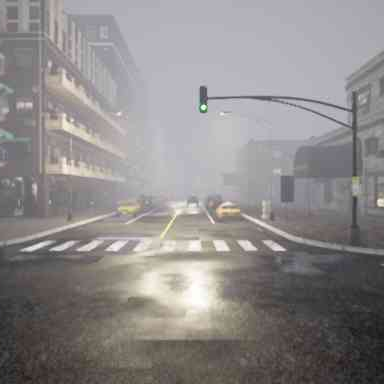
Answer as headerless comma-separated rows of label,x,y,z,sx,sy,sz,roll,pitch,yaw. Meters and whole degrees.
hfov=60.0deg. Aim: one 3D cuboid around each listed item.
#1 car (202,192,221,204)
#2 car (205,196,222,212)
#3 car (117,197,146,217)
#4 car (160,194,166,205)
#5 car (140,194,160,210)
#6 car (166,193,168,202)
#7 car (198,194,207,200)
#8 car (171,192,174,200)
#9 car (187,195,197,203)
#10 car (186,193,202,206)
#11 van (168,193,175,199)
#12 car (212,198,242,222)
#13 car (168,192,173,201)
car,2.708,1.150,41.607,2.192,1.841,5.009,0,0,0
car,2.705,1.438,36.069,1.802,1.307,4.206,0,0,0
car,-5.678,1.429,30.362,1.752,1.417,4.829,0,0,0
car,-5.669,1.373,52.689,2.008,1.369,4.403,0,0,0
car,-5.673,1.176,41.610,2.192,1.841,5.009,0,0,0
car,-5.667,1.330,58.058,1.752,1.417,4.829,0,0,0
car,2.724,1.251,85.921,2.008,1.369,4.403,0,0,0
car,-5.660,1.195,74.845,1.967,1.590,4.097,0,0,0
car,0.065,1.300,62.249,1.812,1.442,4.674,0,0,0
car,0.119,1.311,51.940,1.837,1.490,4.892,0,0,0
van,-5.654,1.053,91.465,1.690,1.788,3.998,0,0,0
car,2.701,1.424,25.161,1.752,1.417,4.829,0,0,0
car,-5.662,1.316,69.308,1.887,1.381,4.507,0,0,0
